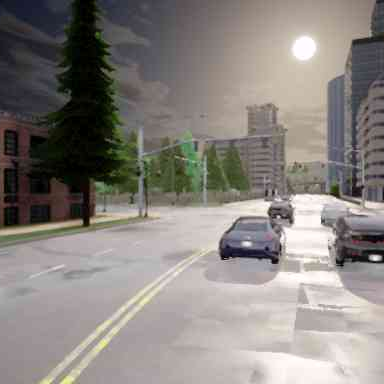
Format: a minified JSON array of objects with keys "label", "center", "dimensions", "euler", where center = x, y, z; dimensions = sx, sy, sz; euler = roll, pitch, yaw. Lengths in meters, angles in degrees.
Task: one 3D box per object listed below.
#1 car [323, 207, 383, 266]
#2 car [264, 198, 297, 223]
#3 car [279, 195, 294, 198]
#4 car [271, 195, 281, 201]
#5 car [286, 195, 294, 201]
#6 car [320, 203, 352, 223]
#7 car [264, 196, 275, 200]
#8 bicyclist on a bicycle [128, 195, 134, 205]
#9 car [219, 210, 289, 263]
[{"label":"car","center":[5.677,1.503,11.223],"dimensions":[1.837,1.490,4.892],"euler":[0,0,18]},{"label":"car","center":[6.886,1.501,25.555],"dimensions":[1.837,1.490,4.892],"euler":[0,0,20]},{"label":"car","center":[20.392,1.343,72.490],"dimensions":[2.097,1.767,4.553],"euler":[0,0,20]},{"label":"car","center":[22.373,1.511,88.402],"dimensions":[2.033,1.411,5.357],"euler":[0,0,20]},{"label":"car","center":[25.668,1.470,87.222],"dimensions":[1.837,1.490,4.892],"euler":[0,0,20]},{"label":"car","center":[10.713,1.520,24.619],"dimensions":[1.812,1.442,4.674],"euler":[0,0,29]},{"label":"car","center":[17.077,1.585,73.614],"dimensions":[1.895,1.301,4.718],"euler":[0,0,20]},{"label":"bicyclist on a bicycle","center":[-9.868,1.302,53.851],"dimensions":[0.582,1.620,1.656],"euler":[0,0,20]},{"label":"car","center":[2.314,1.563,12.152],"dimensions":[1.994,1.385,4.181],"euler":[0,0,18]}]
